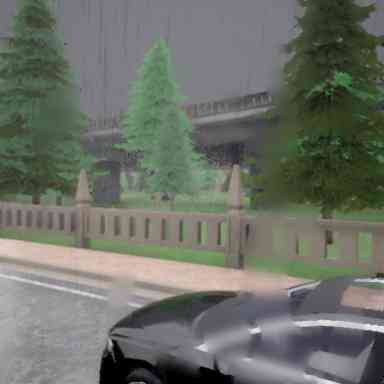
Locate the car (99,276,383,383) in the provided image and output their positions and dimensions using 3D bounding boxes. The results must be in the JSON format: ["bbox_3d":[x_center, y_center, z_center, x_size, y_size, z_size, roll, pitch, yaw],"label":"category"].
[{"bbox_3d":[1.332,1.490,2.634,4.902,1.511,2.128,1,0,35],"label":"car"}]
